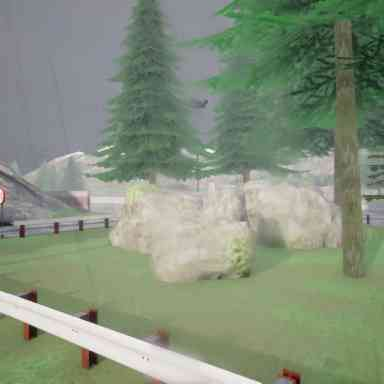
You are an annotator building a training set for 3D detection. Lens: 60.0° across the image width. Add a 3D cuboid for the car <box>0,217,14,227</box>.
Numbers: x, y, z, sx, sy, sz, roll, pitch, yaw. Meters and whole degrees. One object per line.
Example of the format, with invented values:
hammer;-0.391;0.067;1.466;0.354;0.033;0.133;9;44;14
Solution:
car;-10.933;1.358;15.419;5.357;1.411;2.033;0;0;16
